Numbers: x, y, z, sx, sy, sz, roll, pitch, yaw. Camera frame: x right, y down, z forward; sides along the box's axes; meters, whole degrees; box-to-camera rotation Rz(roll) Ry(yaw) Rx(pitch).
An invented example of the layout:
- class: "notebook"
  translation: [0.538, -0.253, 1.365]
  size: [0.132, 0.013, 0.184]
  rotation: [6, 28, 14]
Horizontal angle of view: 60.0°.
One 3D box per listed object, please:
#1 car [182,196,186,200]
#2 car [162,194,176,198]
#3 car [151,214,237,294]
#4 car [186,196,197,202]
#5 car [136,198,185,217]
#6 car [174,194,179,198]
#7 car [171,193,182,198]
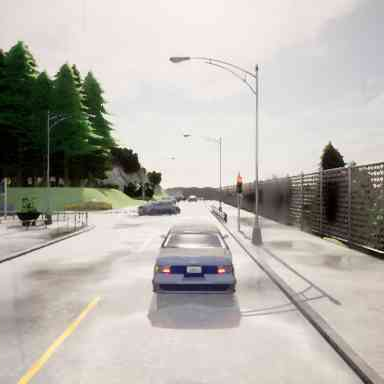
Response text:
- class: "car"
  translation: [-3.646, 1.540, 86.777]
  size: [5.357, 1.411, 2.033]
  rotation: [0, 0, 40]
- class: "car"
  translation: [-3.997, 1.505, 52.486]
  size: [1.837, 1.490, 4.892]
  rotation: [0, 0, 0]
- class: "car"
  translation: [0.063, 1.547, 8.936]
  size: [2.033, 1.411, 5.357]
  rotation: [0, 0, 1]
- class: "car"
  translation: [0.140, 1.540, 76.059]
  size: [2.033, 1.411, 5.357]
  rotation: [0, 0, 0]
- class: "car"
  translation: [-3.127, 1.564, 31.274]
  size: [4.181, 1.385, 1.994]
  rotation: [0, 0, -41]
- class: "car"
  translation: [-3.949, 1.526, 62.383]
  size: [1.812, 1.442, 4.674]
  rotation: [0, 0, 1]
- class: "car"
  translation: [-3.868, 1.225, 72.788]
  size: [2.150, 2.045, 5.566]
  rotation: [0, 0, 0]
